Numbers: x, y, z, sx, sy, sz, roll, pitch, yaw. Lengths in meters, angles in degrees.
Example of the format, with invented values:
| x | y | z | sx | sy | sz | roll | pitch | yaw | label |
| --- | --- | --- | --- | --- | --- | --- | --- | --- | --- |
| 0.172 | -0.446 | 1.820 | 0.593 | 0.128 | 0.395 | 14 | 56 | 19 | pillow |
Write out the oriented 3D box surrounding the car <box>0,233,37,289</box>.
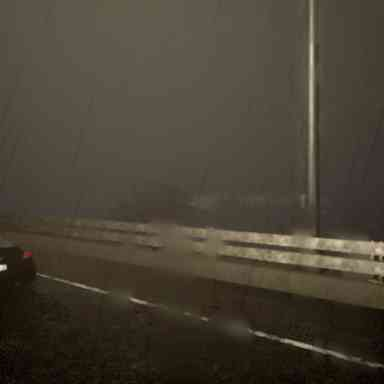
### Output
| x | y | z | sx | sy | sz | roll | pitch | yaw | label |
| --- | --- | --- | --- | --- | --- | --- | --- | --- | --- |
| -5.621 | 1.544 | 8.044 | 4.181 | 1.385 | 1.994 | 0 | 0 | 36 | car |
